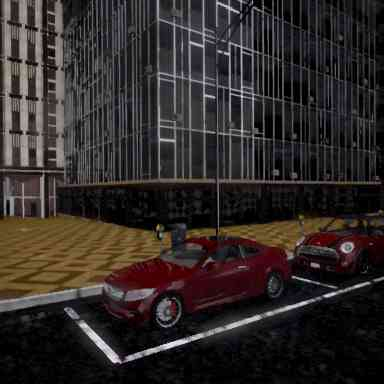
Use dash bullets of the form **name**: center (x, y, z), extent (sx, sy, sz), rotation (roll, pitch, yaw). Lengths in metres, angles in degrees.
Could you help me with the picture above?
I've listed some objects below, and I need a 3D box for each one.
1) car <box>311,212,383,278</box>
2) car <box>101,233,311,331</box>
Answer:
- **car**: center (4.921, 1.438, 10.080), extent (4.097, 1.590, 1.967), rotation (0, -1, -35)
- **car**: center (0.294, 1.581, 6.778), extent (4.206, 1.307, 1.802), rotation (0, -1, -35)
